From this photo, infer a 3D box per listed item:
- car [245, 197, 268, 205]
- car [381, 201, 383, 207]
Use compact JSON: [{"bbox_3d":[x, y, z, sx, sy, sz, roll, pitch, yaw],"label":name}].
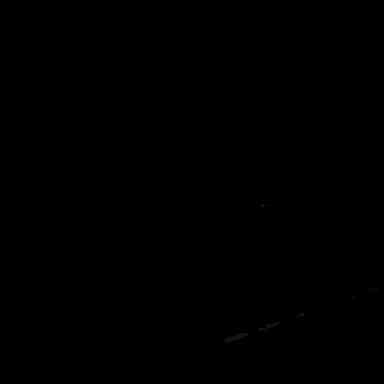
[{"bbox_3d":[11.827,1.715,61.206,1.812,1.442,4.674,0,1,-35],"label":"car"},{"bbox_3d":[26.102,1.634,41.134,1.837,1.490,4.892,0,2,-35],"label":"car"}]
